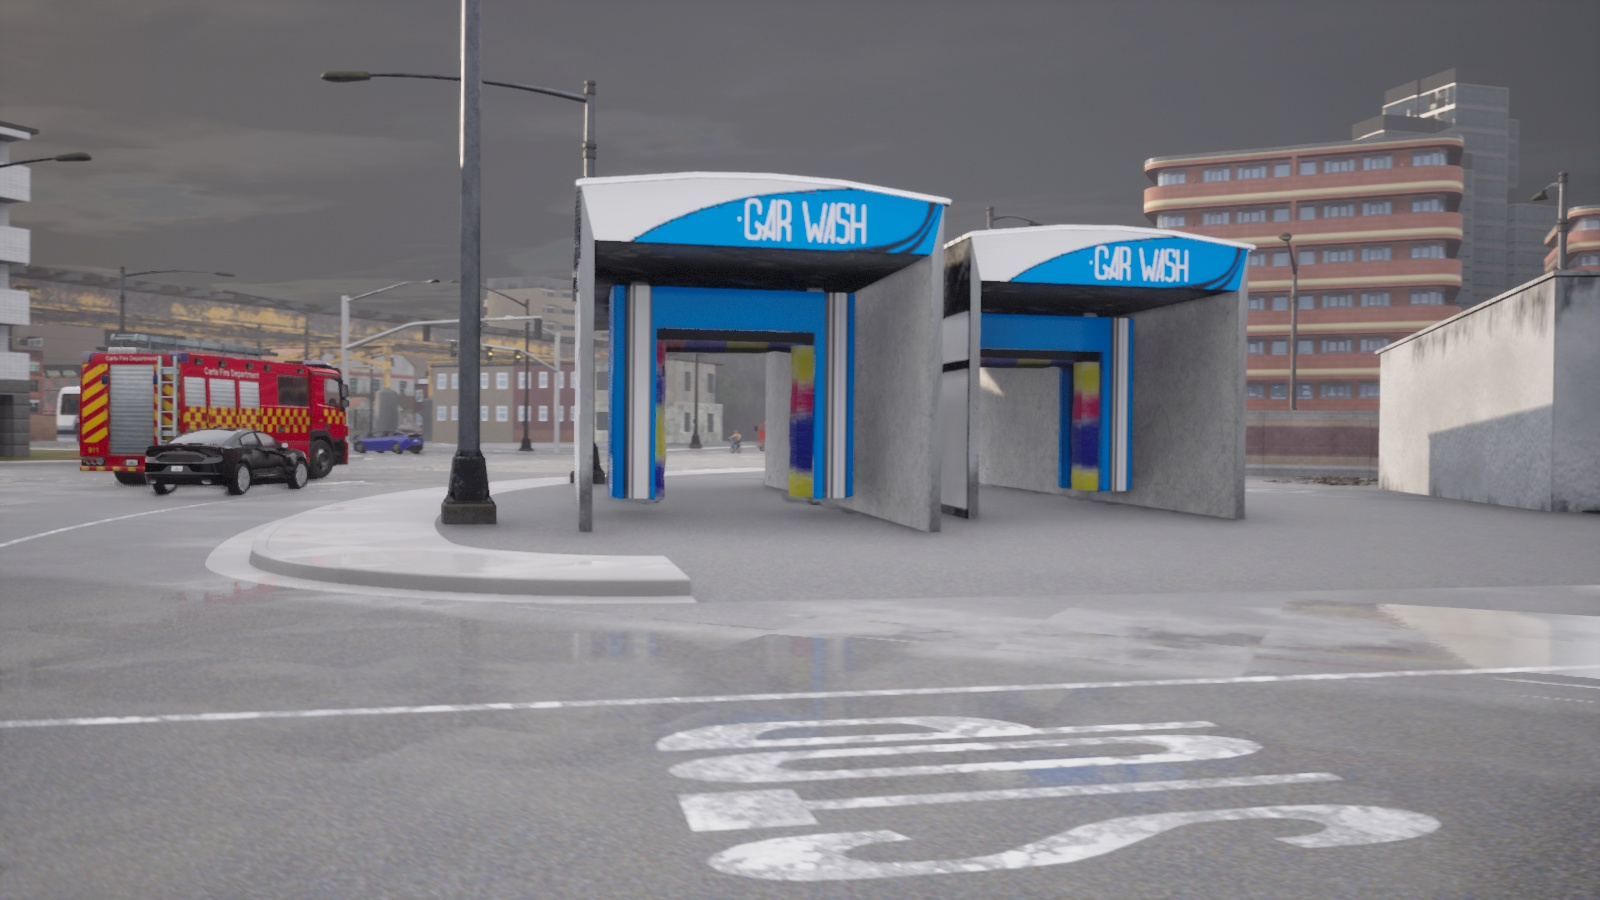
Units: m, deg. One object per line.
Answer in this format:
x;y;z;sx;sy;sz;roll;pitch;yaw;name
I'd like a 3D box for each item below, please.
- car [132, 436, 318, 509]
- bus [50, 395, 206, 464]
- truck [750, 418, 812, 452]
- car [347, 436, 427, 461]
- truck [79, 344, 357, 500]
-13.185;0.453;29.204;1.882;1.535;5.008;-1;1;2;car
-43.746;-1.306;81.680;10.273;4.253;3.944;0;1;29;bus
-1.377;-1.137;93.307;2.627;2.467;5.204;0;2;25;truck
-25.539;-0.083;77.631;4.514;1.525;2.007;0;1;24;car
-15.932;-0.743;35.320;2.891;3.827;8.468;0;1;8;truck
